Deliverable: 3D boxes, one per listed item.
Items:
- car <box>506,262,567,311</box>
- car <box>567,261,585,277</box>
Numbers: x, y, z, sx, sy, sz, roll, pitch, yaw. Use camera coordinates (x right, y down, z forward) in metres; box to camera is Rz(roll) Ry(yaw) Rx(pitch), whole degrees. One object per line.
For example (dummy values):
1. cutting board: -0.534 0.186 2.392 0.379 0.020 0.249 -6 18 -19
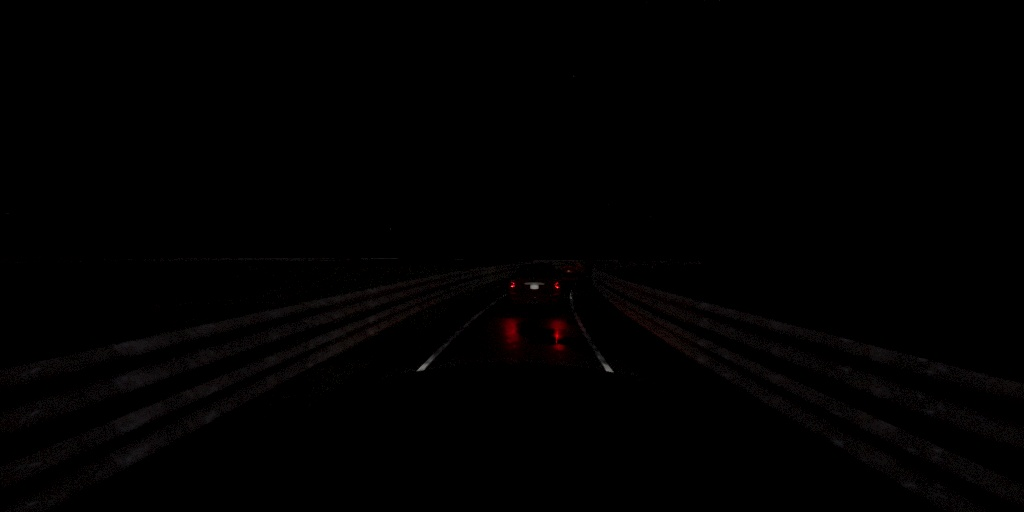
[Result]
1. car: 1.057 1.116 14.791 2.097 1.767 4.553 1 0 7
2. car: 6.352 1.303 37.011 1.882 1.535 5.008 0 0 20
